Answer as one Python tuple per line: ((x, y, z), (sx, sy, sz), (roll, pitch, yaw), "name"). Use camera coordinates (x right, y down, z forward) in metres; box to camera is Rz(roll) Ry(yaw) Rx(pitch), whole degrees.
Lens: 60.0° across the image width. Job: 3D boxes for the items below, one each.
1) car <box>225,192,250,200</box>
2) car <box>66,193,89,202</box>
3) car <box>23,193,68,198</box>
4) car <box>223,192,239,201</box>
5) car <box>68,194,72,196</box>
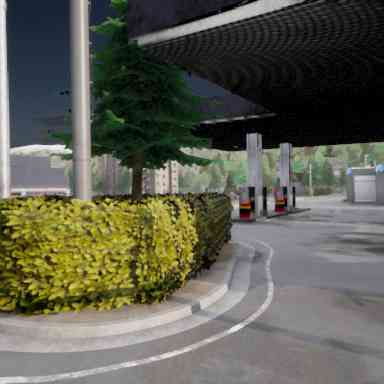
((9.177, 0.812, 66.517), (4.514, 1.523, 2.007), (-1, 1, 35), "car")
((-22.926, 1.103, 66.494), (4.605, 1.855, 1.932), (-1, 1, 35), "car")
((-14.795, 1.183, 33.599), (3.866, 1.878, 1.905), (-1, 1, 35), "car")
((7.405, 0.850, 63.928), (5.027, 1.636, 2.152), (-1, 1, 35), "car")
((-24.271, 1.124, 63.885), (3.866, 1.878, 1.905), (-1, 1, 35), "car")
